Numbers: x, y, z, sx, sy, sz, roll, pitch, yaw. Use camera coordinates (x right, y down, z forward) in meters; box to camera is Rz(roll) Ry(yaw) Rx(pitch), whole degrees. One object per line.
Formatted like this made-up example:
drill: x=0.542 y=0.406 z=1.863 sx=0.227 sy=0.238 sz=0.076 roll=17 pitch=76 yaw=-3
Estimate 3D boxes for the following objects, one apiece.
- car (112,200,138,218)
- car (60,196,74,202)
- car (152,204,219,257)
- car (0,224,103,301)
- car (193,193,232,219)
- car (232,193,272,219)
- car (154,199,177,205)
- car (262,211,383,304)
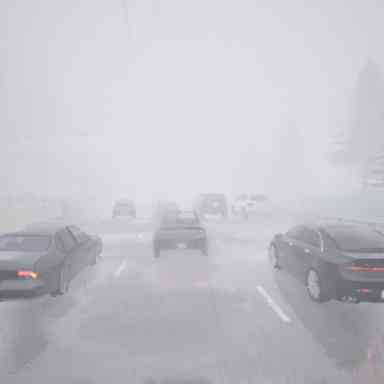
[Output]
car: x=-5.743 y=1.396 z=28.642 sx=2.128 sy=1.511 sz=4.902 roll=0 pitch=0 yaw=-8
car: x=-22.697 y=1.362 z=60.578 sx=2.033 sy=1.411 sz=5.357 roll=0 pitch=0 yaw=-11
car: x=-0.475 y=1.445 z=12.716 sx=2.128 sy=1.511 sz=4.902 roll=0 pitch=0 yaw=-4
car: x=-3.695 y=1.522 z=8.437 sx=2.033 sy=1.411 sz=5.357 roll=0 pitch=0 yaw=-3
car: x=1.438 y=1.115 z=28.035 sx=2.150 sy=2.045 sz=5.566 roll=0 pitch=0 yaw=-8
car: x=4.946 y=1.108 z=28.205 sx=2.150 sy=2.045 sz=5.566 roll=0 pitch=0 yaw=-8
car: x=-2.232 y=1.389 z=28.833 sx=2.128 sy=1.511 sz=4.902 roll=0 pitch=0 yaw=-8
car: x=3.285 y=1.471 z=8.095 sx=1.837 sy=1.490 sz=4.892 roll=0 pitch=1 yaw=-2
